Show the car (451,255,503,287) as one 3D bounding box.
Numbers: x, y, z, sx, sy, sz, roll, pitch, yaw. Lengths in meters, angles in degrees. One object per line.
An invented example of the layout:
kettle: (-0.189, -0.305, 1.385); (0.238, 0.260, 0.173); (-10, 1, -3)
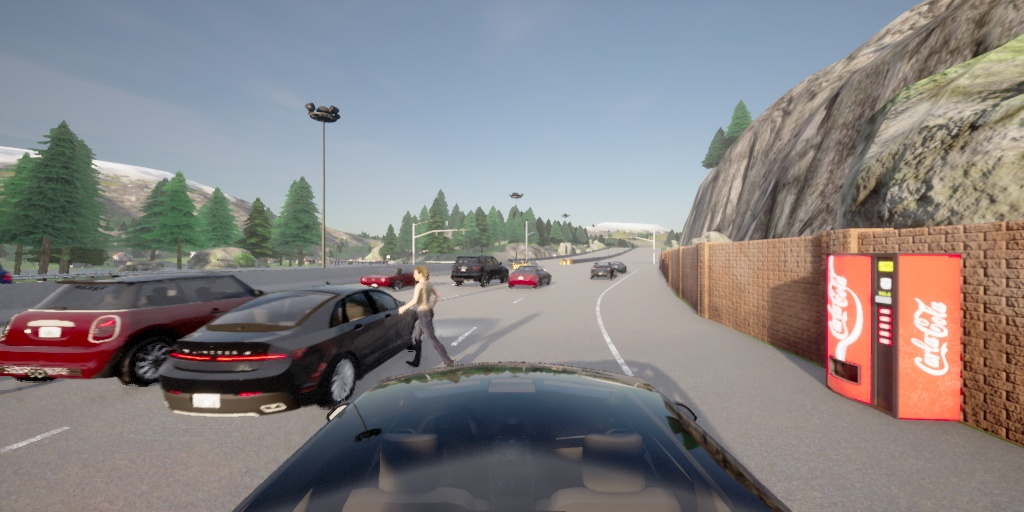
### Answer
car: (-2.090, 0.969, 24.878); (2.150, 2.045, 5.566); (0, 0, 21)

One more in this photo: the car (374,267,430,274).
car: (-6.879, 1.349, 21.845); (1.895, 1.301, 4.718); (0, 0, 18)

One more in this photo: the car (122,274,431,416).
car: (-3.006, 1.256, 6.188); (1.837, 1.490, 4.892); (0, 0, 5)

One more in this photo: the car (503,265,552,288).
car: (1.243, 1.311, 23.626); (1.994, 1.385, 4.181); (0, 0, 20)

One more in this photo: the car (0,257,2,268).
car: (-20.230, 0.971, 11.253); (2.150, 2.045, 5.566); (0, 0, 8)

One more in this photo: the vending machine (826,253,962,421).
vending machine: (5.133, 0.945, 4.892); (1.100, 2.100, 0.880); (0, 0, 5)

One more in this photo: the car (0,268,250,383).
car: (-6.392, 1.102, 7.228); (2.097, 1.767, 4.553); (0, 0, 5)

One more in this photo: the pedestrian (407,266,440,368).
pedestrian: (-1.541, 1.043, 6.279); (0.375, 1.860, 0.375); (0, 0, 6)

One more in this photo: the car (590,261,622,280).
car: (8.187, 1.239, 31.736); (2.128, 1.511, 4.902); (0, 0, 22)

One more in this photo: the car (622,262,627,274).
car: (12.176, 1.309, 41.566); (1.994, 1.385, 4.181); (0, 0, 22)
